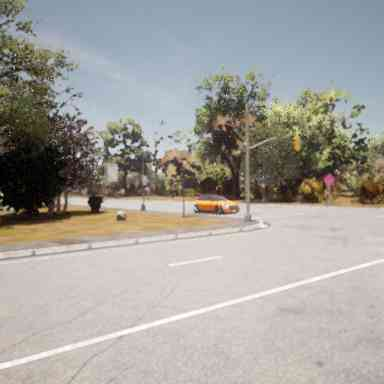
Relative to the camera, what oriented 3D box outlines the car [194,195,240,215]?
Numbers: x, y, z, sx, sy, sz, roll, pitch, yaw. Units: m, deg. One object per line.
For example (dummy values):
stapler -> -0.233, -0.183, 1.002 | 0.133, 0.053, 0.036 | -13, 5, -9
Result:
car -> 2.216, 1.056, 30.082 | 2.097, 1.767, 4.553 | -1, 1, -39
